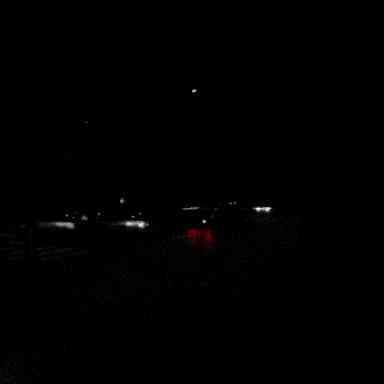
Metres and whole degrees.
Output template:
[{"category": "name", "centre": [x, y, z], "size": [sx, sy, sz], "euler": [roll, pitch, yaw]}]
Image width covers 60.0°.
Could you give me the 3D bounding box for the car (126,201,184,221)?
[{"category": "car", "centre": [-2.858, 1.455, 26.924], "size": [2.033, 1.411, 5.357], "euler": [0, 0, 35]}]

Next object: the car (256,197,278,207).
[{"category": "car", "centre": [10.400, 1.375, 45.586], "size": [1.994, 1.385, 4.181], "euler": [0, 0, 36]}]

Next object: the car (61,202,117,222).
[{"category": "car", "centre": [-7.840, 1.494, 25.512], "size": [1.994, 1.385, 4.181], "euler": [0, 0, 35]}]

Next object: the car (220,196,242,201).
[{"category": "car", "centre": [4.938, 1.341, 43.539], "size": [1.837, 1.490, 4.892], "euler": [0, 0, 35]}]

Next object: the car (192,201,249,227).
[{"category": "car", "centre": [2.053, 1.502, 22.328], "size": [1.895, 1.301, 4.718], "euler": [0, 0, 36]}]
